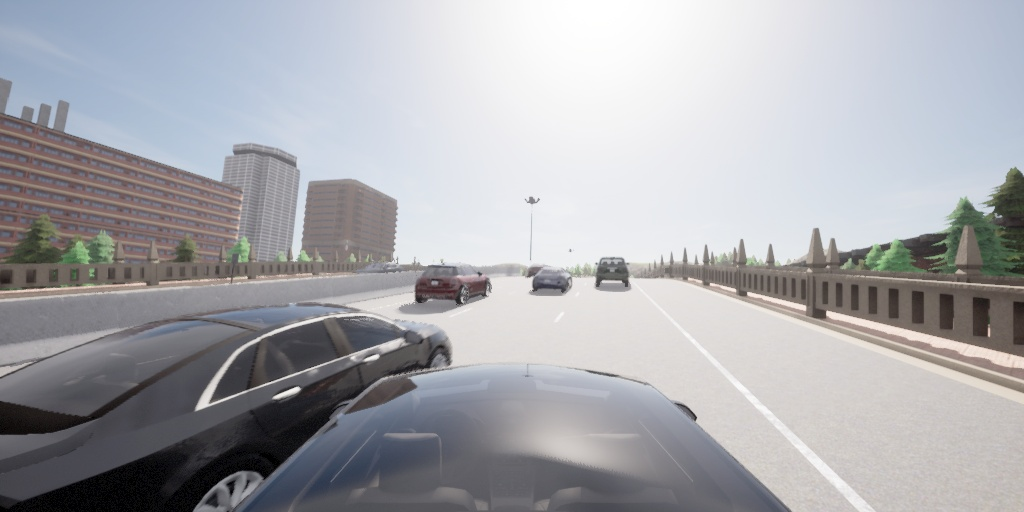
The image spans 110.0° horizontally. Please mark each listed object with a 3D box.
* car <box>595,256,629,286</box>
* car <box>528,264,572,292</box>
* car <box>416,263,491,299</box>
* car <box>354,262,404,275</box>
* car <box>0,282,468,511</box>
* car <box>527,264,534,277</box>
[{"bbox_3d":[7.250,1.040,26.033,2.150,2.045,5.566,0,0,15],"label":"car"},{"bbox_3d":[2.508,1.359,21.821,1.994,1.385,4.181,0,0,15],"label":"car"},{"bbox_3d":[-2.544,1.125,16.430,2.097,1.767,4.553,0,0,15],"label":"car"},{"bbox_3d":[-10.431,1.269,28.415,2.128,1.511,4.902,0,0,15],"label":"car"},{"bbox_3d":[-2.278,1.255,3.796,1.837,1.490,4.892,0,0,15],"label":"car"},{"bbox_3d":[2.824,1.501,36.649,1.812,1.442,4.674,0,-2,15],"label":"car"}]
